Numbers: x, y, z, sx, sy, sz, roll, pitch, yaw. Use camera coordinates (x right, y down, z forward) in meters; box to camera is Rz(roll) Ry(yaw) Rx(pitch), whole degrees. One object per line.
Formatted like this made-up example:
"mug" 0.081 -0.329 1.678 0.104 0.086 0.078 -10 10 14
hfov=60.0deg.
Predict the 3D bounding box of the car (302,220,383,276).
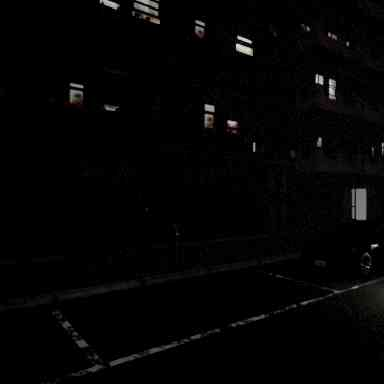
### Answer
"car" 5.279 1.566 10.320 4.313 1.339 1.947 0 0 -35
